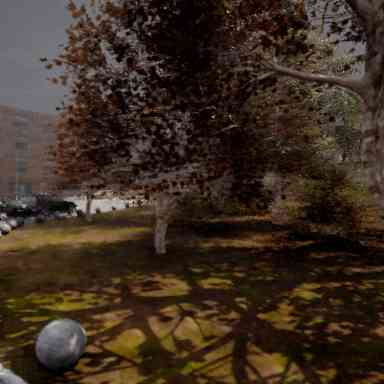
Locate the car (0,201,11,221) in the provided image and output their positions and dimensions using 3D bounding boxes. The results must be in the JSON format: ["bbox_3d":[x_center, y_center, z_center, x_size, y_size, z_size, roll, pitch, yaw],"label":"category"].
[{"bbox_3d":[-15.847,1.552,28.764,1.882,1.535,5.008,-1,1,15],"label":"car"}]

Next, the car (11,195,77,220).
[{"bbox_3d":[-12.516,1.246,29.165,2.150,2.045,5.566,-1,1,19],"label":"car"}]

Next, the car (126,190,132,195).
[{"bbox_3d":[-12.875,0.058,62.170,1.946,1.575,5.366,0,3,31],"label":"car"}]

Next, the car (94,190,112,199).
[{"bbox_3d":[-15.744,0.388,57.462,1.946,1.575,5.366,0,3,31],"label":"car"}]
